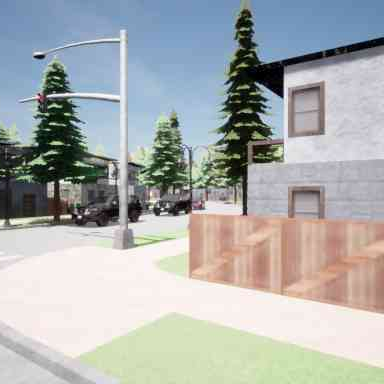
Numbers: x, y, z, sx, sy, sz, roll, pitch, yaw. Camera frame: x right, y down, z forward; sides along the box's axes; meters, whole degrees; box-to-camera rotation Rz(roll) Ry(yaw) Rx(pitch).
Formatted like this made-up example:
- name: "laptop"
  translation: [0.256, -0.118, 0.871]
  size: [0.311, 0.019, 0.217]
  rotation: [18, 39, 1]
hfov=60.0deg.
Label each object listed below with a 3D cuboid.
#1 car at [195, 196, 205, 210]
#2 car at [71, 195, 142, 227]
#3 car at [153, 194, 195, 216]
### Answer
- name: "car"
  translation: [0.419, 1.333, 42.111]
  size: [2.097, 1.767, 4.553]
  rotation: [0, 0, 9]
- name: "car"
  translation: [-5.715, 1.202, 23.130]
  size: [2.150, 2.045, 5.566]
  rotation: [0, 0, 27]
- name: "car"
  translation: [-1.830, 1.202, 32.509]
  size: [2.150, 2.045, 5.566]
  rotation: [0, 0, 18]
